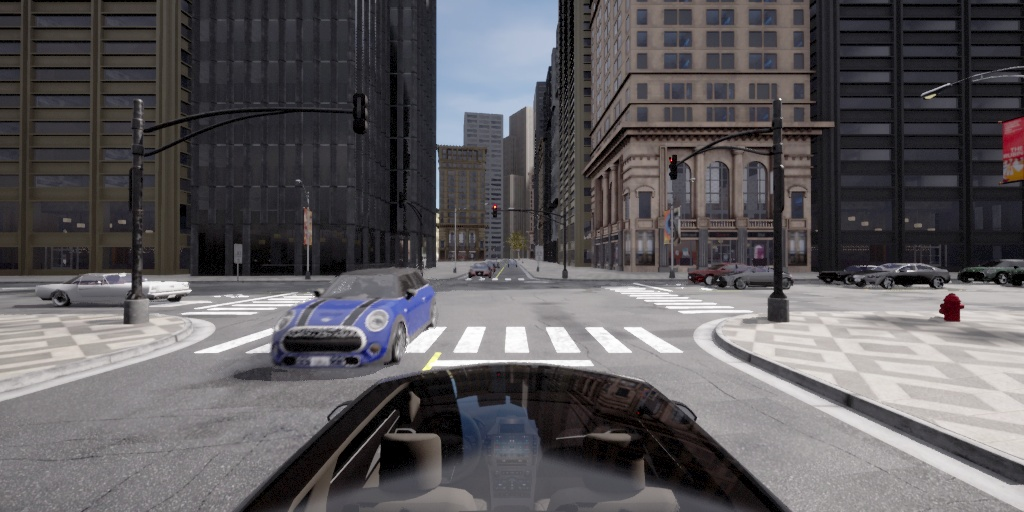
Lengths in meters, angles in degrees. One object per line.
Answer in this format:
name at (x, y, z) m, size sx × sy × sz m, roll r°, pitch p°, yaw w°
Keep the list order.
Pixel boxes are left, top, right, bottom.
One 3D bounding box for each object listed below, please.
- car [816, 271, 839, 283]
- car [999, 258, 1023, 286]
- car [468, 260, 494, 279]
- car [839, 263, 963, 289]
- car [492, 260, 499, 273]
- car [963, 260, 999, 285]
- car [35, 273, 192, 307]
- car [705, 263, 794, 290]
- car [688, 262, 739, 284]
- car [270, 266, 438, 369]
car at (24.237, 1.315, 24.965) m, size 4.718 × 1.301 × 1.895 m, roll 0°, pitch 0°, yaw 0°
car at (33.338, 1.021, 21.716) m, size 4.553 × 1.767 × 2.097 m, roll 0°, pitch 0°, yaw 0°
car at (-2.896, 1.347, 32.740) m, size 1.994 × 1.385 × 4.181 m, roll 0°, pitch 0°, yaw -3°
car at (23.379, 1.184, 21.710) m, size 4.902 × 1.511 × 2.128 m, roll 0°, pitch 0°, yaw 0°
car at (-3.083, 1.373, 44.996) m, size 1.994 × 1.385 × 4.181 m, roll 0°, pitch 0°, yaw 0°
car at (34.203, 1.043, 24.966) m, size 4.553 × 1.767 × 2.097 m, roll 0°, pitch 0°, yaw 0°
car at (-16.383, 1.366, 14.952) m, size 4.718 × 1.301 × 1.895 m, roll 0°, pitch 0°, yaw 0°
car at (14.467, 1.279, 21.696) m, size 4.181 × 1.385 × 1.994 m, roll 0°, pitch 0°, yaw 0°
car at (14.892, 1.215, 24.952) m, size 5.008 × 1.535 × 1.882 m, roll 0°, pitch 0°, yaw 0°
car at (-3.106, 1.085, 8.037) m, size 2.097 × 1.767 × 4.553 m, roll 0°, pitch 1°, yaw 0°
